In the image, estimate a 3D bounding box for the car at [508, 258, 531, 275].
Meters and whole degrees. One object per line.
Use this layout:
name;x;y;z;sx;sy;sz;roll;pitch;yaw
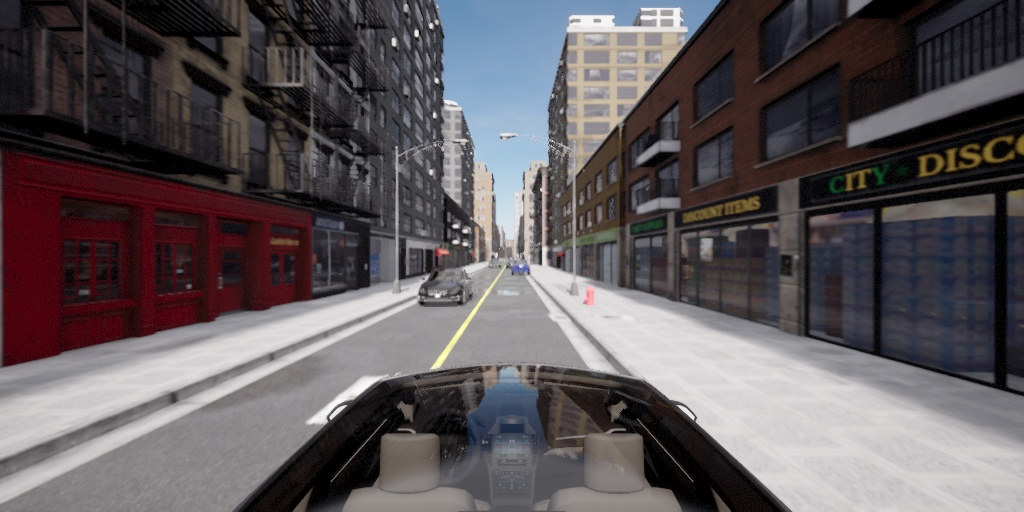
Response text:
car;0.930;1.131;39.570;2.097;1.767;4.553;-2;0;0

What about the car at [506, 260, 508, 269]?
car;0.004;1.385;57.871;1.994;1.385;4.181;0;0;0

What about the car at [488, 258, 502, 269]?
car;-2.790;1.173;58.388;2.097;1.767;4.553;0;0;1

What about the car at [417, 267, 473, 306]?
car;-2.847;1.287;16.101;1.837;1.490;4.892;0;0;0
